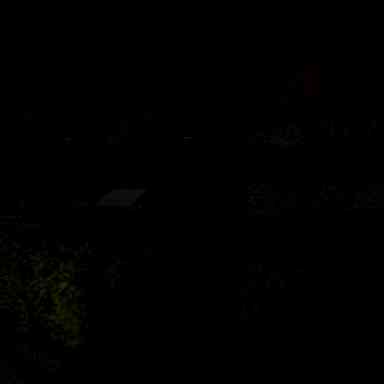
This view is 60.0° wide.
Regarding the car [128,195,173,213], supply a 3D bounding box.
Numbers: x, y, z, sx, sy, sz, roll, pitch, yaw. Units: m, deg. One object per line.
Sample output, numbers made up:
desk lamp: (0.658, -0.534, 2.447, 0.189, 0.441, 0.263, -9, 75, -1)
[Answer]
car: (-4.275, 1.338, 35.428, 2.150, 2.045, 5.566, 0, 0, 36)
